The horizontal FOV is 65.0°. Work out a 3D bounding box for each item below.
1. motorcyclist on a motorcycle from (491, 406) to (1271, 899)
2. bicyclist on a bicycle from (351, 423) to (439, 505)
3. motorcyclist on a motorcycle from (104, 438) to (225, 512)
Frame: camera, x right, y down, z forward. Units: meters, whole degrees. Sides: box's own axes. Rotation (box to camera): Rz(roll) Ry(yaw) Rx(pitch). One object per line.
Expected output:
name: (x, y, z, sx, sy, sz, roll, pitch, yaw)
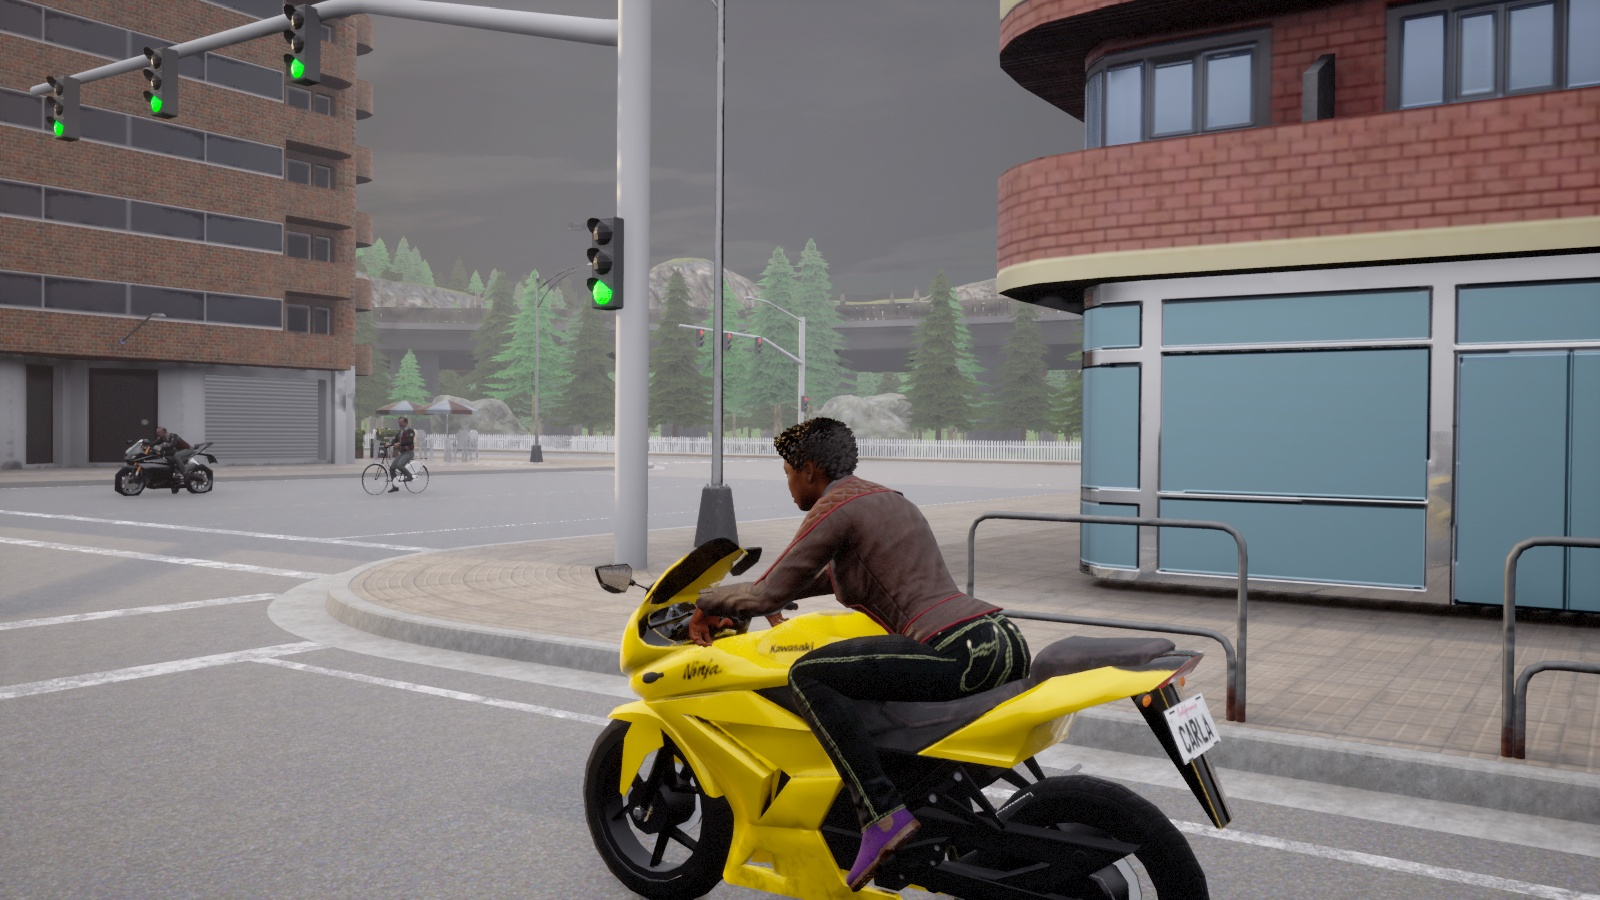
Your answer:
motorcyclist on a motorcycle: (0.158, 0.664, 3.519, 2.044, 1.523, 0.797, 0, 1, 34)
bicyclist on a bicycle: (-9.107, 0.298, 28.300, 0.659, 1.776, 1.843, 0, 1, 34)
motorcyclist on a motorcycle: (-13.873, 0.517, 27.482, 0.866, 1.530, 2.191, 0, 1, 34)
